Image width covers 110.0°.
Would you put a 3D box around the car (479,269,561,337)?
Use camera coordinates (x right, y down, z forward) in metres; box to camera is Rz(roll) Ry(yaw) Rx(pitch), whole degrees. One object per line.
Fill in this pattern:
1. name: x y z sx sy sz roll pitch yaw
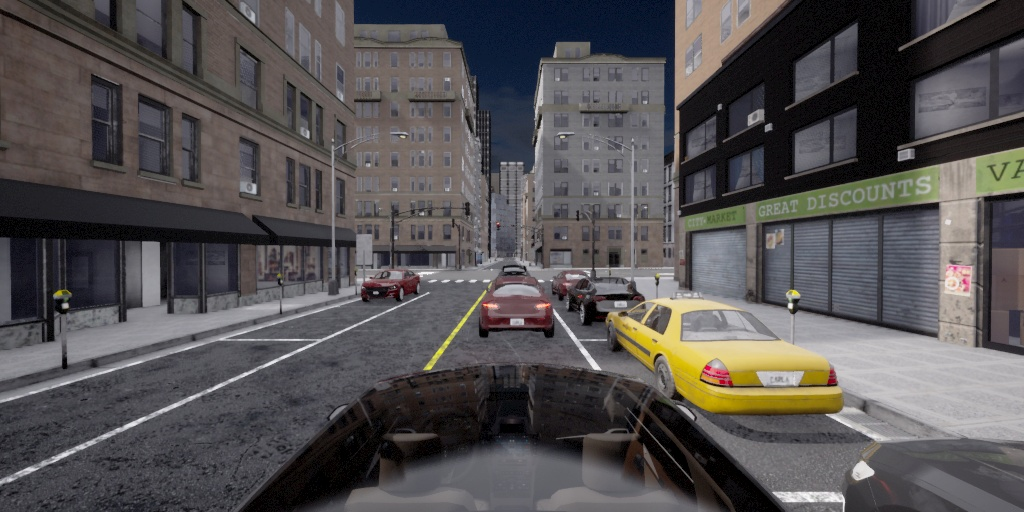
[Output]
1. car: 0.103 1.273 10.128 1.812 1.442 4.674 0 0 0

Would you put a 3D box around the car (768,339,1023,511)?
1. car: 2.872 1.301 0.391 2.007 1.370 4.403 0 0 0

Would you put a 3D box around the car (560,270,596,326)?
1. car: 2.885 1.313 11.563 1.948 1.339 4.313 0 0 0

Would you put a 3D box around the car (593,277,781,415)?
1. car: 2.879 1.274 6.147 1.751 1.417 4.829 0 0 0

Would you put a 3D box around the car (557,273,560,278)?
1. car: 2.892 1.327 17.149 1.802 1.307 4.207 0 0 0

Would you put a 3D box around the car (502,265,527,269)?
1. car: 0.119 1.249 20.407 1.837 1.490 4.892 0 0 0

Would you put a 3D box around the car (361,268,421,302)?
1. car: -5.653 1.290 17.156 1.888 1.381 4.507 0 0 0
